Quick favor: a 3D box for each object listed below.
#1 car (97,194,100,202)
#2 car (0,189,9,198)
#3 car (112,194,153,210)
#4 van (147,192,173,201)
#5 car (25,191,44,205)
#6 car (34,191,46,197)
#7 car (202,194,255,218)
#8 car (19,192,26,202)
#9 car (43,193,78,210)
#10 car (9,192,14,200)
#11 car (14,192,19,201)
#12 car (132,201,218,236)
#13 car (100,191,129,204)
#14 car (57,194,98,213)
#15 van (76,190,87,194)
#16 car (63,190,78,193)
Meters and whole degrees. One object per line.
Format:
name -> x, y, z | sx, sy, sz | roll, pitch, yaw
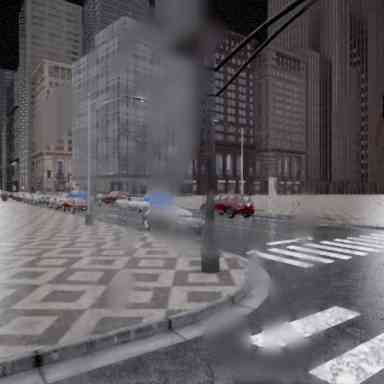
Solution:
car -> -13.094, 0.925, 48.600 | 2.008, 1.369, 4.403 | 1, 0, -36
car -> -39.062, 0.606, 70.318 | 1.947, 1.339, 4.313 | 1, 0, -36
car -> -6.296, 1.170, 34.641 | 1.895, 1.301, 4.718 | 0, 1, -36
van -> -3.577, 0.921, 35.265 | 1.690, 1.788, 3.998 | 1, 0, -35
car -> -20.038, 0.935, 43.655 | 2.008, 1.369, 4.403 | 1, 0, -36
car -> -38.461, 0.485, 84.154 | 1.887, 1.381, 4.507 | 0, 0, -36
car -> 2.765, 1.040, 26.376 | 2.192, 1.841, 5.009 | 1, 0, -35
car -> -23.209, 0.870, 48.099 | 2.008, 1.369, 4.403 | 1, 0, -35
car -> -13.696, 1.070, 34.766 | 2.008, 1.369, 4.403 | 1, 0, -35
car -> -29.550, 0.743, 56.987 | 1.887, 1.381, 4.507 | 1, 0, -36
car -> -26.378, 0.697, 52.543 | 1.967, 1.590, 4.097 | 1, 0, -36
car -> -1.015, 1.362, 16.991 | 2.008, 1.369, 4.403 | 1, 0, -35
car -> -9.919, 0.756, 44.155 | 2.192, 1.841, 5.009 | 1, 0, -35
car -> -10.526, 1.134, 30.323 | 1.887, 1.381, 4.507 | 1, 0, -35
van -> -19.434, 0.588, 57.488 | 1.690, 1.788, 3.998 | 1, 0, -35
car -> -20.956, 0.787, 55.173 | 1.812, 1.442, 4.674 | 0, 1, -35
